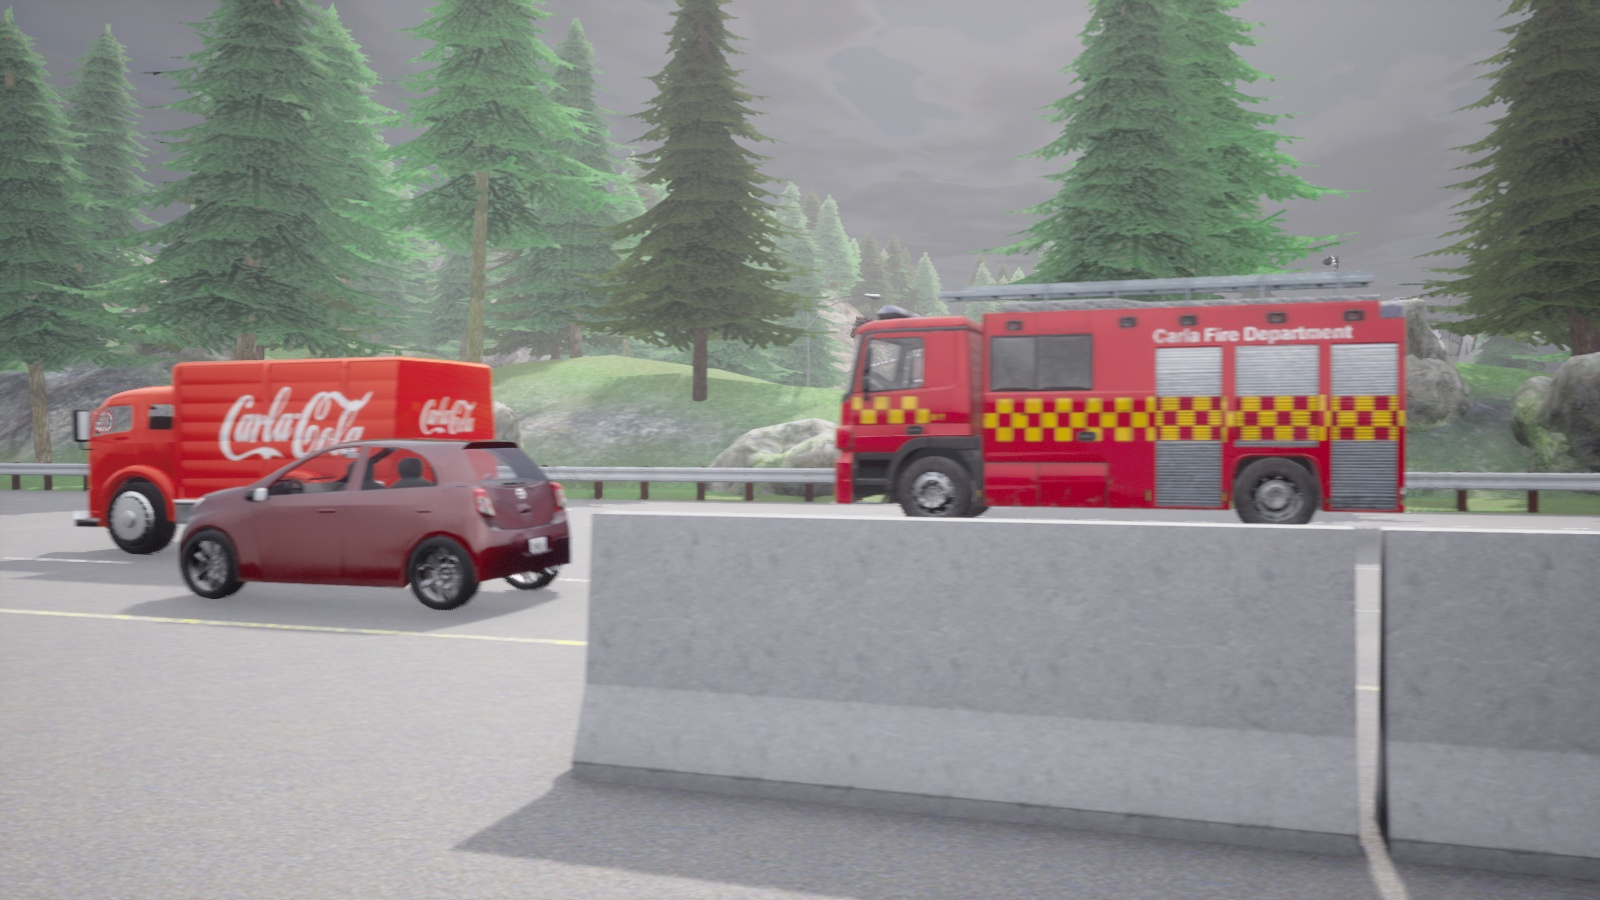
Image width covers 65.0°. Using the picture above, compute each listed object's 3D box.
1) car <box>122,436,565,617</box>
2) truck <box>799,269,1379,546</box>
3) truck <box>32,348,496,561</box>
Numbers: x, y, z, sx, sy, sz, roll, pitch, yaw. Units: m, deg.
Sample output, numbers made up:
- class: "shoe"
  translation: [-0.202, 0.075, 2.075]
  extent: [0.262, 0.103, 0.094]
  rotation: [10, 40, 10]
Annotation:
- class: "car"
  translation: [-4.318, 0.631, 12.032]
  extent: [3.633, 1.501, 1.845]
  rotation: [0, 1, 19]
- class: "truck"
  translation: [4.459, -0.644, 20.138]
  extent: [8.468, 3.827, 2.891]
  rotation: [1, 1, 19]
- class: "truck"
  translation: [-7.017, 0.040, 16.626]
  extent: [5.204, 2.467, 2.627]
  rotation: [0, 1, 19]
